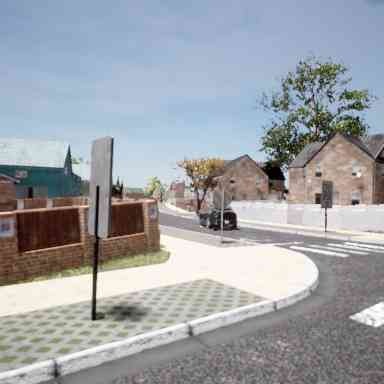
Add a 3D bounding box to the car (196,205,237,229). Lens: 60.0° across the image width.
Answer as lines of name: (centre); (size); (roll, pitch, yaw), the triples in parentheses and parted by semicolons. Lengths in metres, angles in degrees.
car: (1.650, 1.704, 22.922); (1.837, 1.490, 4.892); (3, -3, -11)
